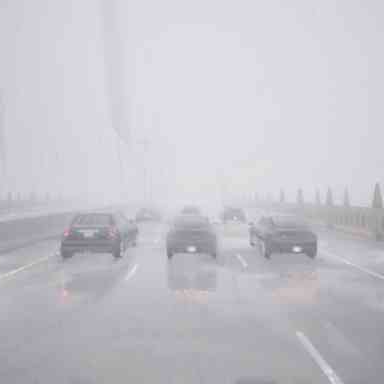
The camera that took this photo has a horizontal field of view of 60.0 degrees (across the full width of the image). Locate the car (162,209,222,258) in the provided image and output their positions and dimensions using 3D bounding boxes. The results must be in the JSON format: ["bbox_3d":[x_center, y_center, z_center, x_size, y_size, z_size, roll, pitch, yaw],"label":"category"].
[{"bbox_3d":[0.004,1.657,13.502,1.837,1.490,4.892,0,0,0],"label":"car"}]

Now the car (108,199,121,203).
[{"bbox_3d":[-15.177,2.191,64.786,1.882,1.535,5.008,0,0,-2],"label":"car"}]

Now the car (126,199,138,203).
[{"bbox_3d":[-11.685,2.193,64.967,1.882,1.535,5.008,0,0,-1],"label":"car"}]

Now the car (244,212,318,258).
[{"bbox_3d":[3.504,1.657,13.482,1.837,1.490,4.892,0,0,0],"label":"car"}]

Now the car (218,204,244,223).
[{"bbox_3d":[3.391,1.824,28.666,1.837,1.490,4.892,0,0,-1],"label":"car"}]

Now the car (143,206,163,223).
[{"bbox_3d":[-3.609,1.880,28.557,1.994,1.385,4.181,0,-1,-1],"label":"car"}]

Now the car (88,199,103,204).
[{"bbox_3d":[-18.673,2.067,64.655,2.097,1.767,4.553,0,-1,-2],"label":"car"}]

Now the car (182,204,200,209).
[{"bbox_3d":[-0.110,1.824,28.604,1.837,1.490,4.892,0,0,-1],"label":"car"}]

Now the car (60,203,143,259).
[{"bbox_3d":[-3.496,1.500,13.402,2.097,1.767,4.553,0,-1,0],"label":"car"}]
